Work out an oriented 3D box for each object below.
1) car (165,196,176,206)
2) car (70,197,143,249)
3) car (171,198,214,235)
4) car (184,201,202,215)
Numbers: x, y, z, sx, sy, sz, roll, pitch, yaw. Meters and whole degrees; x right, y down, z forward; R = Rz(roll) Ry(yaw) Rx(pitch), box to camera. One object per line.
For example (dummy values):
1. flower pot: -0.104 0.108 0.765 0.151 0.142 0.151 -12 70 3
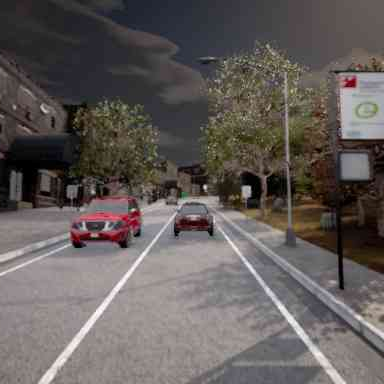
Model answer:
1. car: -3.536 1.467 57.603 2.097 1.767 4.553 0 0 1
2. car: -3.605 1.252 15.053 2.150 2.045 5.566 0 0 0
3. car: 0.094 1.390 19.191 2.097 1.767 4.553 0 0 0
4. car: 0.090 1.673 36.631 1.895 1.301 4.718 0 0 0
